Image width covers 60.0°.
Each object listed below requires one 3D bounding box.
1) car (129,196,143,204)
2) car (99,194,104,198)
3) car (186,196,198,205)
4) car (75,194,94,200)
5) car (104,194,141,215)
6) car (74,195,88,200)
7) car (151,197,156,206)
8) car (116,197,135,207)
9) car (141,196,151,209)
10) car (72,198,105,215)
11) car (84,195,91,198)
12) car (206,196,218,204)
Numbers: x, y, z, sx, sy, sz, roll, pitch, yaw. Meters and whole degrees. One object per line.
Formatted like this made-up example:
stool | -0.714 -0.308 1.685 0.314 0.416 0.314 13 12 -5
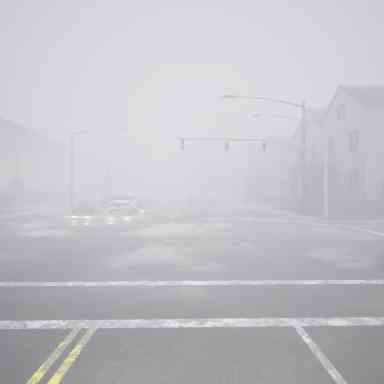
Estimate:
car | -10.523 1.526 63.202 1.812 1.442 4.674 0 0 1
car | -10.585 1.221 42.875 2.150 2.045 5.566 0 0 0
car | 0.020 1.492 58.605 2.128 1.511 4.902 0 0 0
car | -28.939 1.453 89.704 2.038 1.542 4.974 0 0 29
car | -7.089 1.221 34.646 2.150 2.045 5.566 0 0 0
car | -28.182 1.295 84.378 1.853 1.218 4.536 0 0 -36
car | -7.070 1.478 54.587 1.882 1.535 5.008 0 0 0
car | -10.578 1.547 53.120 2.033 1.411 5.357 0 0 0
car | -7.084 1.505 44.199 1.837 1.490 4.892 0 0 0
car | -10.589 1.564 33.615 1.994 1.385 4.181 0 0 0
car | -28.151 1.453 84.337 2.038 1.542 4.974 0 0 -36
car | 3.620 1.526 61.196 1.812 1.442 4.674 0 0 0
